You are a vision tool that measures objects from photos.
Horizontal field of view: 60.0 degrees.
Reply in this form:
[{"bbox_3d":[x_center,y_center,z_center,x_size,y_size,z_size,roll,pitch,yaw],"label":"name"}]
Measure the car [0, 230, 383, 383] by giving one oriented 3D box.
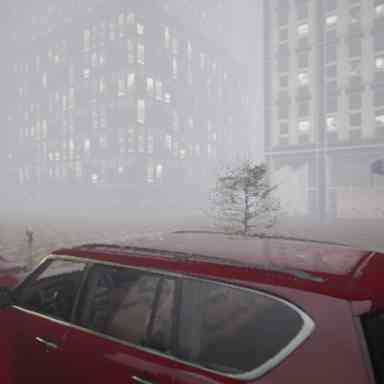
[{"bbox_3d":[-0.451,1.321,3.203,5.009,1.841,2.192,0,0,36],"label":"car"}]
